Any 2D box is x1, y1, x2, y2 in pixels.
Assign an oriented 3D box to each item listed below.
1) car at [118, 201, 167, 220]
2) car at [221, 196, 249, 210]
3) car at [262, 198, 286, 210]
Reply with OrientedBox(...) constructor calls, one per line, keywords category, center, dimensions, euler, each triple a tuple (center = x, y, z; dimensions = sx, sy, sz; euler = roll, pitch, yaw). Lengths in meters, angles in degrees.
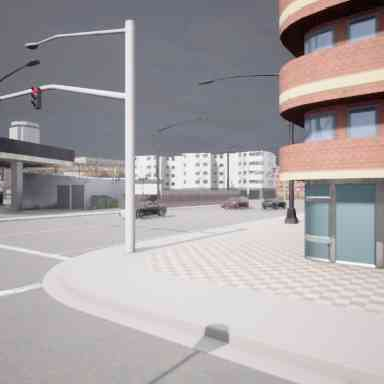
OrientedBox(category="car", center=(-4.143, 1.500, 28.510), dimensions=(2.128, 1.511, 4.902), euler=(0, 0, 35))
OrientedBox(category="car", center=(5.558, 1.362, 42.544), dimensions=(2.097, 1.767, 4.553), euler=(0, 0, 35))
OrientedBox(category="car", center=(10.844, 1.498, 43.723), dimensions=(2.128, 1.511, 4.902), euler=(0, 0, 35))
